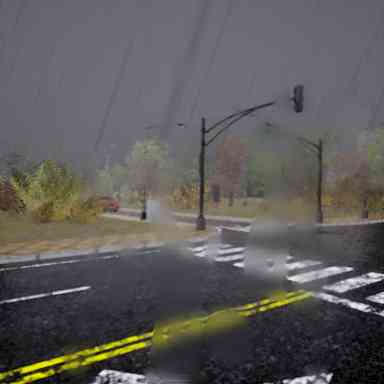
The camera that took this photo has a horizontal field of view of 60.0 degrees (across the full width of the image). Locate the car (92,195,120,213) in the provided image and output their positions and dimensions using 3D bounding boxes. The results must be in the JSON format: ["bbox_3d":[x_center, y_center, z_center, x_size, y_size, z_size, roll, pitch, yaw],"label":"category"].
[{"bbox_3d":[-10.496,1.392,39.286,2.150,2.045,5.566,2,-1,-35],"label":"car"}]
